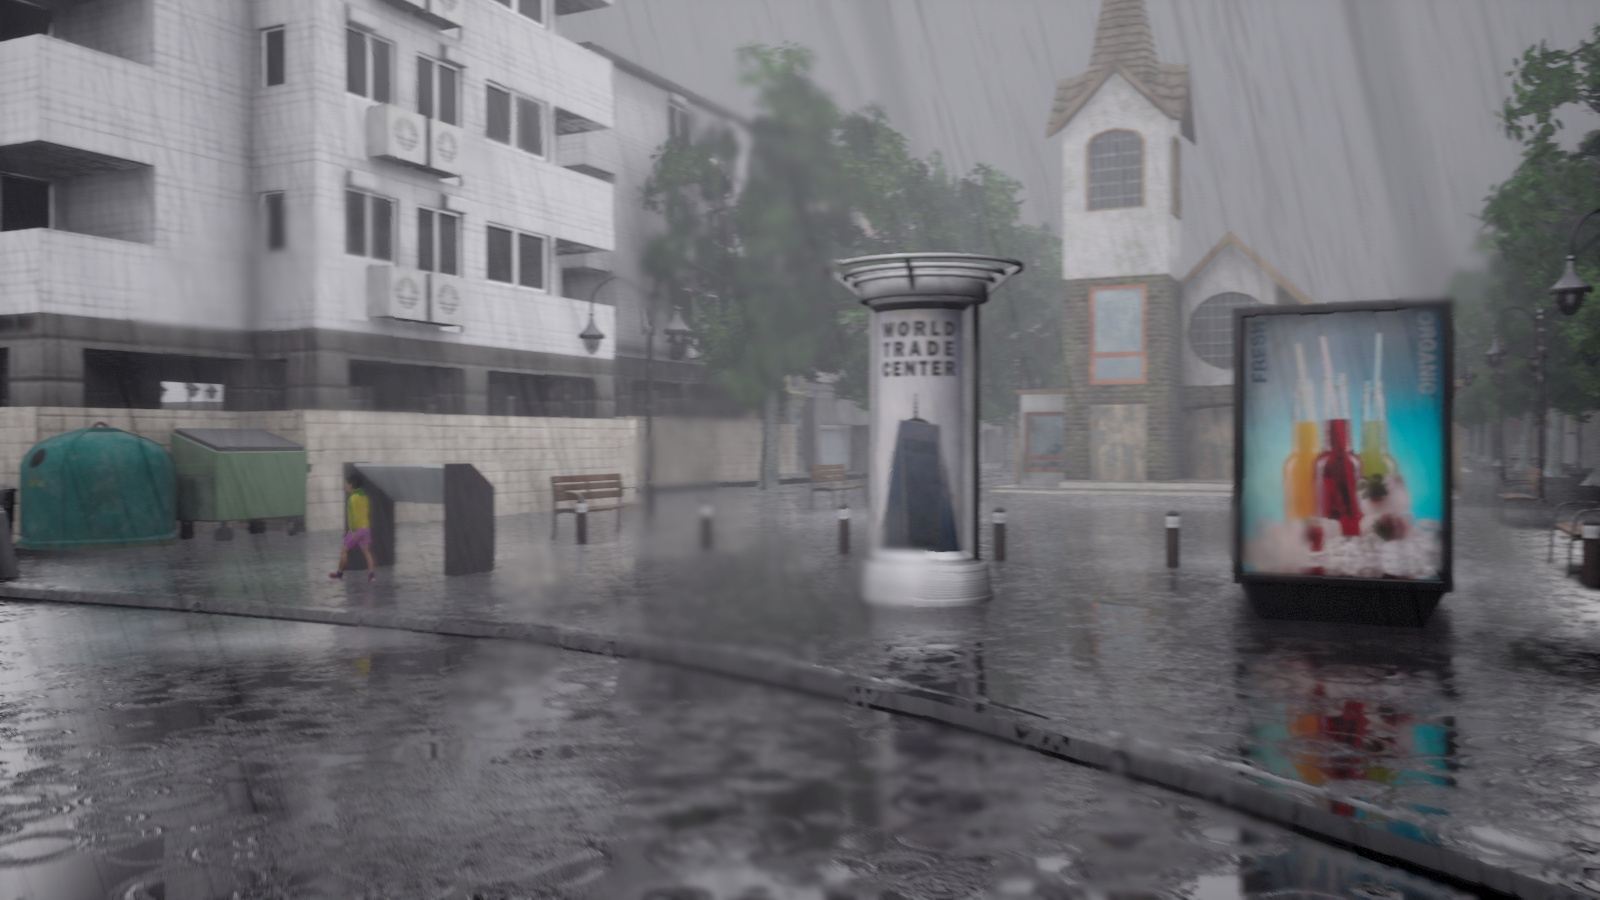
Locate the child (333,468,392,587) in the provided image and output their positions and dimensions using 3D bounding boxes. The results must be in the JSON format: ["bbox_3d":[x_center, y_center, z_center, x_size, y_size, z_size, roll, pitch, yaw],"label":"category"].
[{"bbox_3d":[-4.375,0.768,12.568,0.473,1.160,0.299,0,0,22],"label":"child"}]
